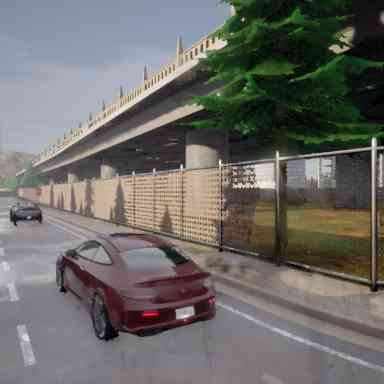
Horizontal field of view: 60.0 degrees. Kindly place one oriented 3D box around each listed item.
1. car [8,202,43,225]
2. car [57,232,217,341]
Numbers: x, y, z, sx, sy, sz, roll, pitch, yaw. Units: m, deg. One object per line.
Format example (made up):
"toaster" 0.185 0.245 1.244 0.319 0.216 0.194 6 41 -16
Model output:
"car" -12.101 1.491 24.162 2.128 1.511 4.902 0 0 -32
"car" -1.354 1.526 6.595 1.812 1.442 4.674 0 0 -33
